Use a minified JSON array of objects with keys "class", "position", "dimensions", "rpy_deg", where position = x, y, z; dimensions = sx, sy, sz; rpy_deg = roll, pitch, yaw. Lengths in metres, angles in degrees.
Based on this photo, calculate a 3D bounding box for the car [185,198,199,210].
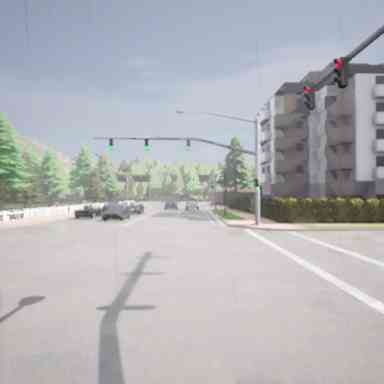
[{"class":"car","position":[0.028,1.951,55.842],"dimensions":[2.150,2.045,5.566],"rpy_deg":[0,-1,0]}]

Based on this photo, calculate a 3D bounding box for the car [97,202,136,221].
[{"class":"car","position":[-7.068,1.963,31.799],"dimensions":[2.033,1.411,5.357],"rpy_deg":[0,-1,0]}]

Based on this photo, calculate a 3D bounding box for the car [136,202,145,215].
[{"class":"car","position":[-7.057,2.033,41.449],"dimensions":[2.128,1.511,4.902],"rpy_deg":[0,-1,0]}]

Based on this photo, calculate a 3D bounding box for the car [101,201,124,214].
[{"class":"car","position":[-10.542,2.058,44.425],"dimensions":[1.882,1.535,5.008],"rpy_deg":[0,-1,0]}]

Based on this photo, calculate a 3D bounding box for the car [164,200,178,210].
[{"class":"car","position":[-3.472,2.080,55.768],"dimensions":[2.097,1.767,4.553],"rpy_deg":[0,-1,0]}]

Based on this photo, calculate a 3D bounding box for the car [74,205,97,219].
[{"class":"car","position":[-10.556,2.050,34.384],"dimensions":[1.895,1.301,4.718],"rpy_deg":[0,-1,0]}]
